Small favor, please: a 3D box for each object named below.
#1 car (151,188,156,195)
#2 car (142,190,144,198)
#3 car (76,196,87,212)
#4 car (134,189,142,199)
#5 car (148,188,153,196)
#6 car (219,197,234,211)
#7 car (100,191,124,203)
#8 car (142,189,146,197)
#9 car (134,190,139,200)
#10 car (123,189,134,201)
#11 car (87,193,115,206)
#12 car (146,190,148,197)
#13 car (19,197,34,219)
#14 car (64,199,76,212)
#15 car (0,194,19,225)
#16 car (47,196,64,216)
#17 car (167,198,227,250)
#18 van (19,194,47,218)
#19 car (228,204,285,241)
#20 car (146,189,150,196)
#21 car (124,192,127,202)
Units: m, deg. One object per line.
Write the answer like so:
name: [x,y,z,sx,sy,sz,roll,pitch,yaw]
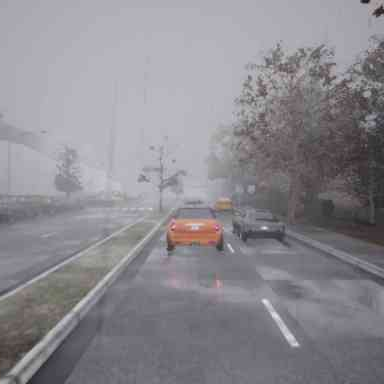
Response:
car: [-13.718,0.181,91.814,5.566,2.045,2.435,-1,1,-20]
car: [-13.767,0.885,73.805,4.674,1.452,2.002,-1,1,-20]
car: [-13.795,1.312,34.779,4.792,1.488,2.163,-1,0,-20]
car: [-13.802,0.701,67.777,5.566,2.045,2.435,-1,1,-20]
car: [-13.717,0.531,88.818,4.792,1.488,2.163,-1,1,-20]
car: [3.133,1.274,33.895,1.882,1.535,5.008,0,0,0]
car: [-13.967,1.141,52.708,5.366,1.575,1.946,-1,1,-20]
car: [-13.792,0.654,76.790,4.553,1.767,2.185,-1,1,-20]
car: [-13.605,0.993,64.854,5.366,1.575,1.946,-1,1,-20]
car: [-13.764,0.831,58.797,5.566,2.045,2.435,-1,0,-20]
car: [-13.778,1.219,46.785,4.792,1.488,2.163,-1,0,-20]
car: [-13.758,0.754,79.804,4.674,1.452,2.002,-1,1,-20]
car: [-13.832,1.376,22.814,4.892,1.521,2.231,-1,1,-20]
car: [-13.820,1.346,31.761,4.674,1.452,2.002,-1,1,-20]
car: [-13.820,1.147,19.843,5.566,2.045,2.435,-1,0,-20]
car: [-13.801,1.203,28.787,4.553,1.767,2.185,-1,1,-20]
car: [0.113,1.298,14.108,2.097,1.767,4.553,0,0,0]
van: [-13.945,1.128,25.752,4.442,1.987,1.878,-1,1,-20]
car: [3.115,1.495,16.279,1.994,1.385,4.181,0,0,0]
car: [-13.744,0.644,82.802,5.008,1.535,2.097,-1,2,-20]
car: [-13.795,1.152,55.781,4.674,1.452,2.002,-1,0,-20]
